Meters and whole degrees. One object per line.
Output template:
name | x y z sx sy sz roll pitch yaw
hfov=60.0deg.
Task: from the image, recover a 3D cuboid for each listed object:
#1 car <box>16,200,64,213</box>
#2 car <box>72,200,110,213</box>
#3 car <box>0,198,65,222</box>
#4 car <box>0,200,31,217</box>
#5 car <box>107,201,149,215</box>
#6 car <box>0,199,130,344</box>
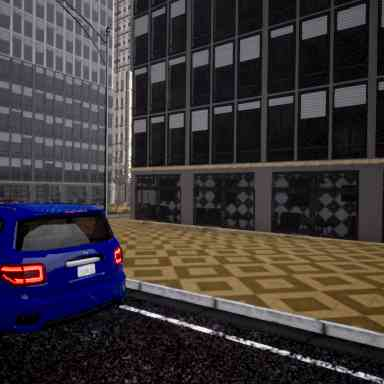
car | -17.660 1.643 38.916 1.752 1.417 4.829 1 0 36
car | -12.497 1.769 41.551 1.994 1.385 4.181 1 0 36
car | -14.162 1.519 29.541 2.192 1.841 5.009 1 0 36
car | -18.860 1.616 32.917 1.837 1.490 4.892 1 0 36
car | -7.364 1.830 38.752 1.752 1.417 4.829 1 0 36
car | -3.716 1.218 6.333 5.566 2.045 2.150 0 0 35
